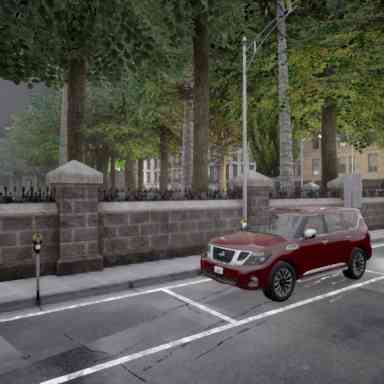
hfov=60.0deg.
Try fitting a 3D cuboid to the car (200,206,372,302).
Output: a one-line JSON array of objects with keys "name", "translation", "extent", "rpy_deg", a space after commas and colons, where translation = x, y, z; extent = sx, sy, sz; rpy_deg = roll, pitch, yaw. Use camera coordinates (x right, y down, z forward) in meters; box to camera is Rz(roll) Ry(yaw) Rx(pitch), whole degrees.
[{"name": "car", "translation": [2.592, 1.314, 8.439], "extent": [5.009, 1.841, 2.192], "rpy_deg": [0, 0, -36]}]
